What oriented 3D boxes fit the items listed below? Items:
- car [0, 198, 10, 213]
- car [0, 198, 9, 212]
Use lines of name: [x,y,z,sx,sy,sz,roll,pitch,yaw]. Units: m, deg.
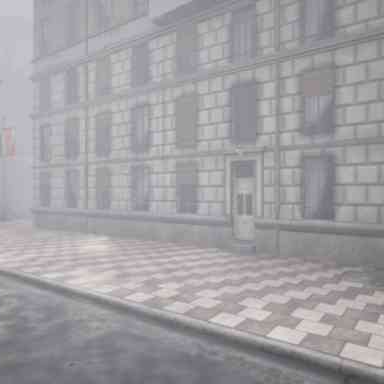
car: [-21.029,1.352,33.591,2.097,1.767,4.553,0,0,36]
car: [-23.159,1.492,36.606,2.128,1.511,4.902,0,0,36]
